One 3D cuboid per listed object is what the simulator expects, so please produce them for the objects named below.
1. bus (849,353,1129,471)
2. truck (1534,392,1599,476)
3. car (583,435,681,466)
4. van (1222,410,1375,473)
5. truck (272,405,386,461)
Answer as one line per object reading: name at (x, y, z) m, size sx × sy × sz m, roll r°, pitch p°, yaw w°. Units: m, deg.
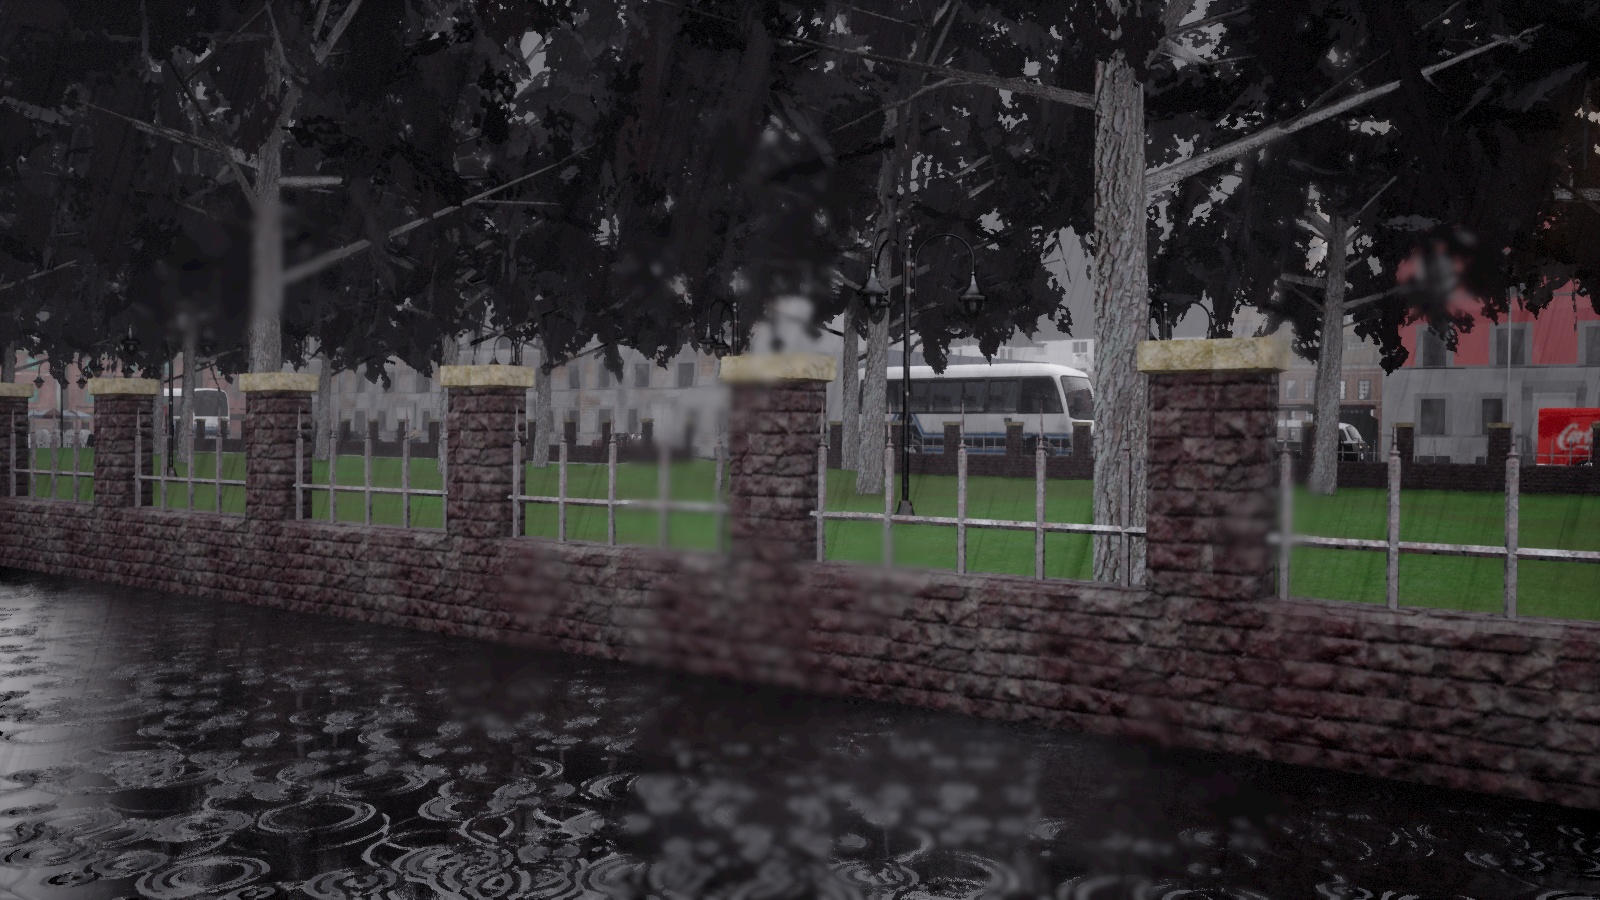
bus at (7.328, -1.390, 49.699) m, size 10.273 × 4.253 × 3.944 m, roll 0°, pitch 1°, yaw 35°
truck at (24.907, -0.489, 37.226) m, size 5.204 × 2.467 × 2.627 m, roll 0°, pitch 1°, yaw 36°
car at (-8.153, 0.002, 60.745) m, size 4.674 × 1.442 × 1.812 m, roll 0°, pitch 1°, yaw 35°
van at (16.983, -0.284, 42.855) m, size 4.480 × 2.038 × 2.069 m, roll 0°, pitch 1°, yaw 35°
truck at (-30.652, -1.087, 81.598) m, size 7.936 × 3.462 × 2.891 m, roll 0°, pitch 1°, yaw 35°
